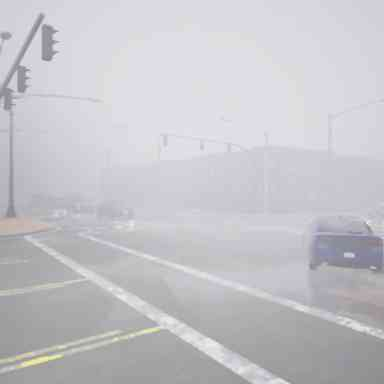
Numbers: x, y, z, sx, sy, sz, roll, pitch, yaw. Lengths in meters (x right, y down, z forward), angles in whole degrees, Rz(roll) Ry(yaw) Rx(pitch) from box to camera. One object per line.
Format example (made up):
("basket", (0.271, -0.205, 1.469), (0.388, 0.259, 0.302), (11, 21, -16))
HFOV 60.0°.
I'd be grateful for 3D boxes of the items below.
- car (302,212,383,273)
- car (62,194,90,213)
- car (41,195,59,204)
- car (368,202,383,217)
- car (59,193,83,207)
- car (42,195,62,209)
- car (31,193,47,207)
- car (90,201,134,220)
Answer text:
("car", (4.806, 1.503, 11.026), (1.882, 1.535, 5.008), (1, 0, 17))
("car", (-12.394, 1.381, 36.882), (2.097, 1.767, 4.553), (0, 0, -36))
("car", (-27.271, 1.393, 63.783), (2.097, 1.767, 4.553), (0, 0, -36))
("car", (17.242, 1.601, 29.168), (4.674, 1.442, 1.812), (0, 0, -36))
("car", (-19.154, 1.259, 52.634), (2.150, 2.045, 5.566), (0, 0, -36))
("car", (-18.403, 1.521, 45.267), (2.128, 1.511, 4.902), (0, 0, -36))
("car", (-24.438, 1.252, 53.758), (2.150, 2.045, 5.566), (0, 0, -37))
("car", (-6.777, 1.520, 29.058), (2.128, 1.511, 4.902), (0, 0, -36))
